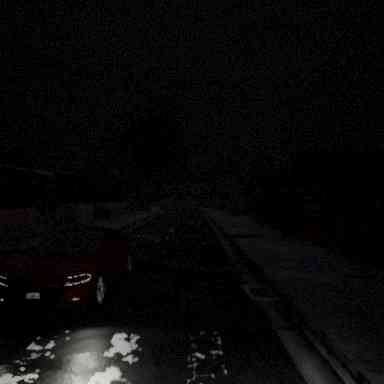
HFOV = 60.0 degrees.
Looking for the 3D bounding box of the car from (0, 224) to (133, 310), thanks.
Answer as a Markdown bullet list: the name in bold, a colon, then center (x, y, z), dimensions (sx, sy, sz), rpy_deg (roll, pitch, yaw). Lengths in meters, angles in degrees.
- **car**: center (-2.747, 1.607, 8.251), dimensions (1.882, 1.535, 5.008), rpy_deg (0, -2, 0)
